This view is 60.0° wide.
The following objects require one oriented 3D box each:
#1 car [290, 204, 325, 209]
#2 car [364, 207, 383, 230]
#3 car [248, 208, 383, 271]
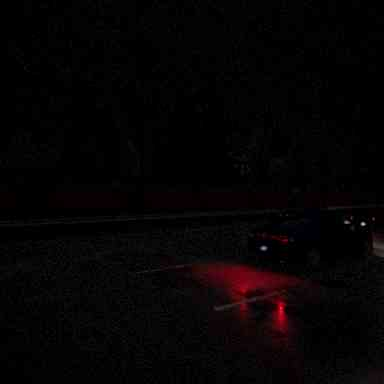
[{"bbox_3d":[8.062,1.548,22.560,5.357,1.411,2.033,0,0,-36],"label":"car"},{"bbox_3d":[11.970,1.601,21.082,4.718,1.301,1.895,0,0,-36],"label":"car"},{"bbox_3d":[4.057,1.478,11.012,5.008,1.535,1.882,0,0,-36],"label":"car"}]
